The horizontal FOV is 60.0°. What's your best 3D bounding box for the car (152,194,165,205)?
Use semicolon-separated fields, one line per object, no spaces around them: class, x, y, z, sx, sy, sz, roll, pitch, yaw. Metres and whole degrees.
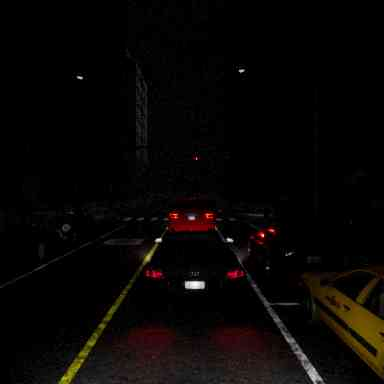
car;-5.805;1.330;57.899;2.192;1.841;5.009;0;0;0

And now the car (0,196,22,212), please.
car;-17.941;1.171;31.941;4.902;1.511;2.128;1;0;0

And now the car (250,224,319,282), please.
car;2.754;1.566;9.585;1.947;1.339;4.313;0;0;0

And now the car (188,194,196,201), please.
car;-0.063;1.390;89.008;2.097;1.767;4.553;0;0;0

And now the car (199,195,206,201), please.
car;2.701;1.557;85.262;1.752;1.417;4.829;0;0;0

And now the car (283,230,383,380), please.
car;2.758;1.525;4.298;1.752;1.417;4.829;0;0;0

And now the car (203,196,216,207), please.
car;2.724;1.452;52.467;1.967;1.590;4.097;0;0;0

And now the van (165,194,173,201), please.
van;-5.824;1.372;85.087;1.690;1.788;3.998;0;0;0

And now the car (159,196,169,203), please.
car;-5.812;1.602;68.773;1.802;1.307;4.206;0;0;0

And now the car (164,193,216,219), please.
car;-0.009;1.223;17.131;2.150;2.045;5.566;0;0;0

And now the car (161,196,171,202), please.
car;-5.816;1.549;74.041;1.752;1.417;4.829;0;0;0

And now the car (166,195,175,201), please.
car;-5.828;1.586;90.524;2.008;1.369;4.403;0;0;0

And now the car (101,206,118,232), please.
car;-5.778;1.527;20.321;1.752;1.417;4.829;0;0;0

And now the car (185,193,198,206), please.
car;0.022;1.236;57.730;2.150;2.045;5.566;0;0;1

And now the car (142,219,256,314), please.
car;0.054;1.564;7.711;1.994;1.385;4.181;0;0;0

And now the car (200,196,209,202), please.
car;2.709;1.569;74.217;1.887;1.381;4.507;0;0;0

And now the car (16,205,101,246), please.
car;-5.775;1.441;15.034;1.967;1.590;4.097;0;0;0

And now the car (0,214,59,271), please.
car;-5.771;1.545;9.577;1.887;1.381;4.507;0;0;0

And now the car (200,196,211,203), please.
car;2.713;1.571;68.779;2.008;1.369;4.403;0;0;0
